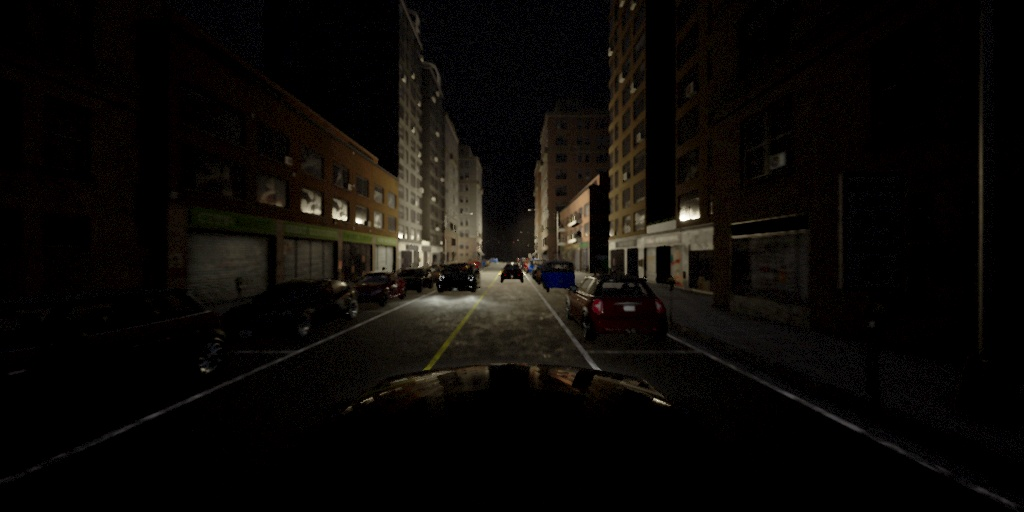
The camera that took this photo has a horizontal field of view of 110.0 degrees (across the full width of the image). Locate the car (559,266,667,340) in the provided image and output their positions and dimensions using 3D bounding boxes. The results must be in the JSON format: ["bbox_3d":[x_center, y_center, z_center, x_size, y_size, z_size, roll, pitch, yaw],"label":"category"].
[{"bbox_3d":[2.668,1.220,10.084,1.967,1.591,4.097,0,0,0],"label":"car"}]

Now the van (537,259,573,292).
[{"bbox_3d":[2.665,1.160,21.423,1.690,1.789,3.998,0,0,0],"label":"van"}]

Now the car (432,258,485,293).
[{"bbox_3d":[-3.003,1.177,21.142,2.097,1.767,4.553,0,0,0],"label":"car"}]

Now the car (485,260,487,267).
[{"bbox_3d":[-5.871,1.495,61.092,2.007,1.370,4.403,0,0,0],"label":"car"}]

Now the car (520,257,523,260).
[{"bbox_3d":[2.657,1.224,49.769,2.192,1.841,5.009,0,0,0],"label":"car"}]

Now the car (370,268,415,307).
[{"bbox_3d":[-5.860,1.382,15.746,1.802,1.307,4.207,0,0,0],"label":"car"}]

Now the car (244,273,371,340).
[{"bbox_3d":[-5.858,1.346,10.078,1.948,1.339,4.313,0,0,0],"label":"car"}]

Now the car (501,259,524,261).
[{"bbox_3d":[0.028,1.435,42.644,2.033,1.411,5.357,0,0,1],"label":"car"}]

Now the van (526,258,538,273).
[{"bbox_3d":[2.660,1.215,38.431,1.690,1.789,3.998,0,0,0],"label":"van"}]

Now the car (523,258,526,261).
[{"bbox_3d":[2.659,1.332,44.100,1.967,1.591,4.097,0,0,0],"label":"car"}]

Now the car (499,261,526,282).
[{"bbox_3d":[0.003,1.373,29.768,1.812,1.442,4.674,0,0,0],"label":"car"}]

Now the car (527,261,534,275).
[{"bbox_3d":[2.662,1.407,32.761,2.007,1.370,4.403,0,0,0],"label":"car"}]

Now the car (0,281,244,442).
[{"bbox_3d":[-5.857,1.199,4.410,1.967,1.591,4.097,0,0,0],"label":"car"}]

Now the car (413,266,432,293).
[{"bbox_3d":[-5.861,1.385,21.415,1.948,1.339,4.313,0,0,0],"label":"car"}]

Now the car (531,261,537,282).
[{"bbox_3d":[2.663,1.364,27.261,1.751,1.417,4.829,0,0,0],"label":"car"}]
